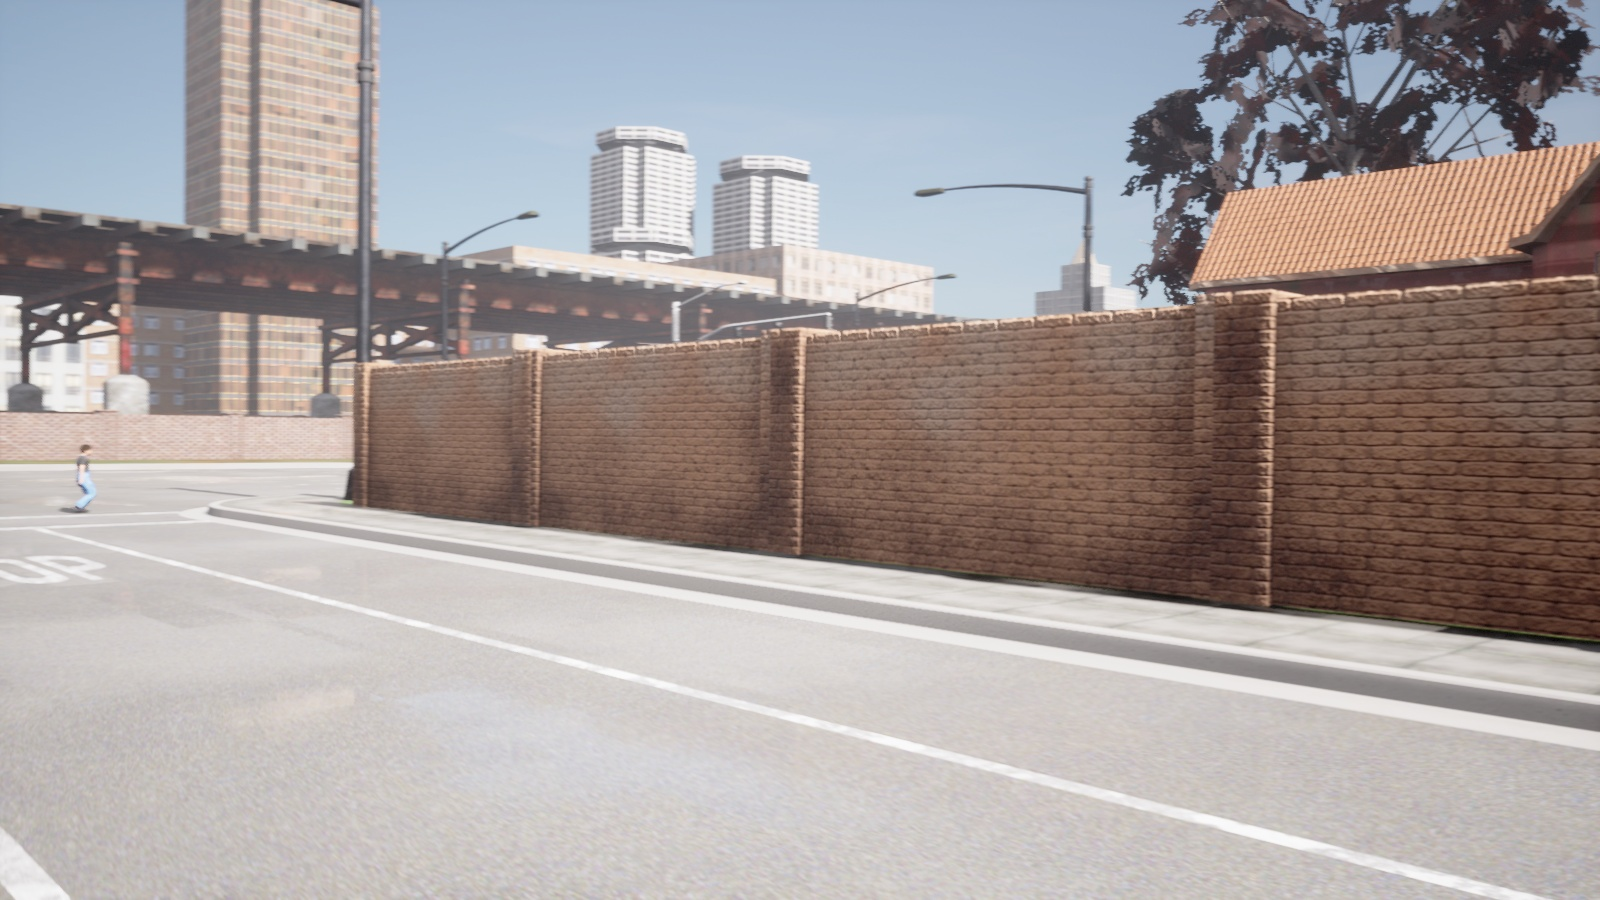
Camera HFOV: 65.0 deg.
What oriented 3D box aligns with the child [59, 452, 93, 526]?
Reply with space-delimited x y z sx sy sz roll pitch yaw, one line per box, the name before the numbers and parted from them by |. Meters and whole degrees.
child | -12.513 0.666 21.700 0.437 1.263 0.270 -1 1 -45
